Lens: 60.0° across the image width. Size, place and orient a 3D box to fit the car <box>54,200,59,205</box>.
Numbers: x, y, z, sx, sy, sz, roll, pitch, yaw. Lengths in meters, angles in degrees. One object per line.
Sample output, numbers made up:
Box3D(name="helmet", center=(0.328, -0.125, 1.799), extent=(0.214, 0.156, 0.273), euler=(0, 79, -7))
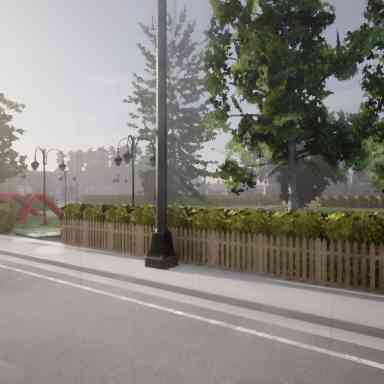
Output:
Box3D(name="car", center=(-23.563, 1.504, 52.662), extent=(1.837, 1.490, 4.892), euler=(0, 0, 35))
